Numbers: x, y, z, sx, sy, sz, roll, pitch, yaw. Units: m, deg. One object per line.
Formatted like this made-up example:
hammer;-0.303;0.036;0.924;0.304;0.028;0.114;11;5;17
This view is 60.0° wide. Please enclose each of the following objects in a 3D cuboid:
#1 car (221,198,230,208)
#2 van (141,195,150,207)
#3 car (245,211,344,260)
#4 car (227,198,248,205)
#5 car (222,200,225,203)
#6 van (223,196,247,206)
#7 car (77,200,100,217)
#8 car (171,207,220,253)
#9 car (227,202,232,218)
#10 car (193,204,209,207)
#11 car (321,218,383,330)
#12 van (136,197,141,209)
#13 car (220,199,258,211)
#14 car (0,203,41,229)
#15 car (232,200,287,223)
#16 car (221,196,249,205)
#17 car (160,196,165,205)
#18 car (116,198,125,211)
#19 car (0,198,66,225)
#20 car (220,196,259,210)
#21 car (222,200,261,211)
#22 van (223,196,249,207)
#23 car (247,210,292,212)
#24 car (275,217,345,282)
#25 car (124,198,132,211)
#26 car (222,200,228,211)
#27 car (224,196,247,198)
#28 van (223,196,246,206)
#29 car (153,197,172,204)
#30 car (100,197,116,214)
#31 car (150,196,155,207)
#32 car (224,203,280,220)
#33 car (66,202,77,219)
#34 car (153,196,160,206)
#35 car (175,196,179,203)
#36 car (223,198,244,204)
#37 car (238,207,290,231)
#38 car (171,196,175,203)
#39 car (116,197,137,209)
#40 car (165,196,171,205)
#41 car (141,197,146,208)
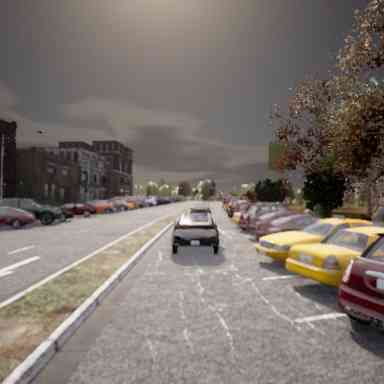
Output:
car;6.445;1.868;41.034;5.008;1.535;2.097;1;-1;-15
van;-10.143;1.831;58.400;4.442;1.987;1.878;-1;-1;-15
car;4.771;1.588;11.394;5.366;1.575;1.946;1;0;-19
car;5.511;1.606;26.260;4.553;1.767;2.185;1;0;-17
car;6.043;1.844;35.136;4.792;1.488;2.163;1;-1;-16
van;8.829;1.890;67.642;4.442;1.987;1.878;1;0;-14
car;-12.326;1.822;34.318;5.008;1.535;2.097;-1;0;-16
car;0.183;1.631;14.361;2.128;1.511;4.902;0;0;2
car;5.513;1.703;23.354;5.366;1.575;1.946;1;-1;-17
car;0.815;1.791;29.392;1.837;1.490;4.892;0;0;3
car;4.821;1.412;5.528;4.553;1.767;2.185;1;-1;-19
van;-10.720;1.773;52.403;4.442;1.987;1.878;-1;-1;-15
car;7.046;1.945;49.850;5.366;1.575;1.946;1;0;-15
car;-12.999;1.742;22.252;4.674;1.452;2.002;-1;0;-18
car;5.183;1.550;20.331;4.553;1.767;2.185;1;-1;-17
car;9.546;1.922;73.608;5.566;2.045;2.435;1;-1;-14
car;-9.106;1.921;70.319;5.566;2.045;2.435;-1;0;-14
car;-11.629;1.913;43.358;4.892;1.521;2.231;-1;0;-15
car;-12.841;1.481;25.290;5.566;2.045;2.435;-1;-1;-17
car;7.530;1.728;52.873;5.566;2.045;2.435;1;-1;-14
car;6.949;1.924;46.946;4.892;1.521;2.231;1;-1;-15
van;8.542;1.862;64.677;4.442;1.987;1.878;1;0;-14
car;5.013;1.661;14.419;4.674;1.452;2.002;1;-1;-18
car;5.065;1.566;8.558;5.366;1.575;1.946;1;-1;-19
car;-11.391;1.942;46.368;5.008;1.535;2.097;-1;-1;-15
car;5.632;1.758;29.212;5.008;1.535;2.097;1;-1;-16
car;6.669;1.770;43.983;4.553;1.767;2.185;1;-1;-15
van;9.116;1.918;70.605;4.442;1.987;1.878;1;0;-14
car;-7.566;2.189;85.291;4.553;1.767;2.185;-1;0;-14
car;-11.864;1.757;40.349;4.553;1.767;2.185;-1;0;-16
car;-9.960;2.086;61.358;5.008;1.535;2.097;-1;-1;-14
car;5.787;1.815;32.153;4.792;1.488;2.163;1;0;-16
car;-12.710;1.763;28.293;5.008;1.535;2.097;-1;-1;-17
car;-9.693;1.864;64.340;5.566;2.045;2.435;-1;0;-14
car;-6.991;2.372;91.280;5.008;1.535;2.097;-1;-1;-14
car;10.695;2.317;85.846;4.792;1.488;2.163;1;0;-14
car;5.100;1.689;17.378;4.674;1.452;2.002;1;-1;-18
car;-7.875;2.035;82.311;5.566;2.045;2.435;-1;-1;-14
car;-11.288;1.971;49.314;5.366;1.575;1.946;-1;0;-15
car;-8.466;1.977;76.327;5.566;2.045;2.435;-1;-1;-14
car;-10.570;2.059;55.356;4.792;1.488;2.163;-1;0;-15
